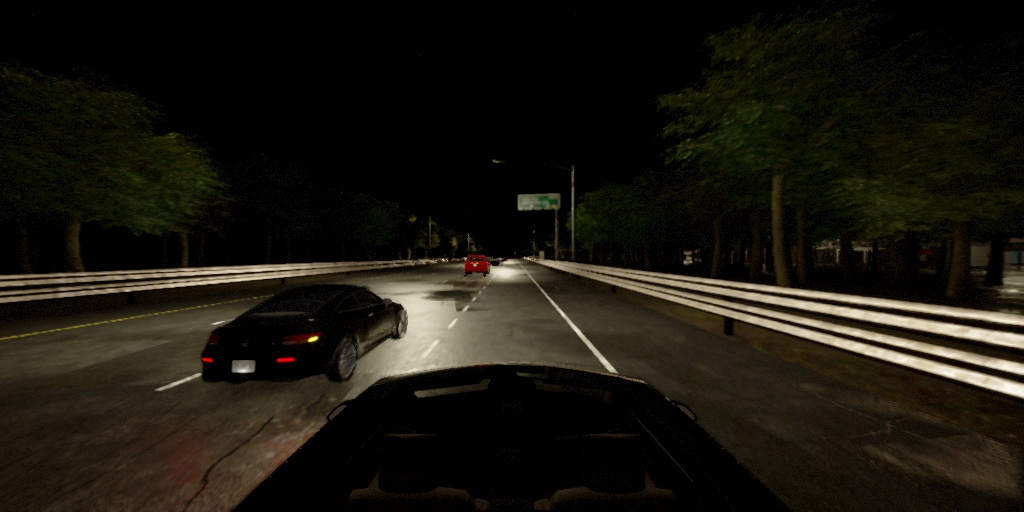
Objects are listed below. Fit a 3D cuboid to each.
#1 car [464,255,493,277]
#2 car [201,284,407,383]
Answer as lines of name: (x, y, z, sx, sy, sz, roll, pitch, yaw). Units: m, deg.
car: (-3.465, 0.965, 36.205, 2.150, 2.045, 5.566, 0, 0, 0)
car: (-3.503, 1.276, 6.981, 1.812, 1.442, 4.674, 0, 0, 0)
